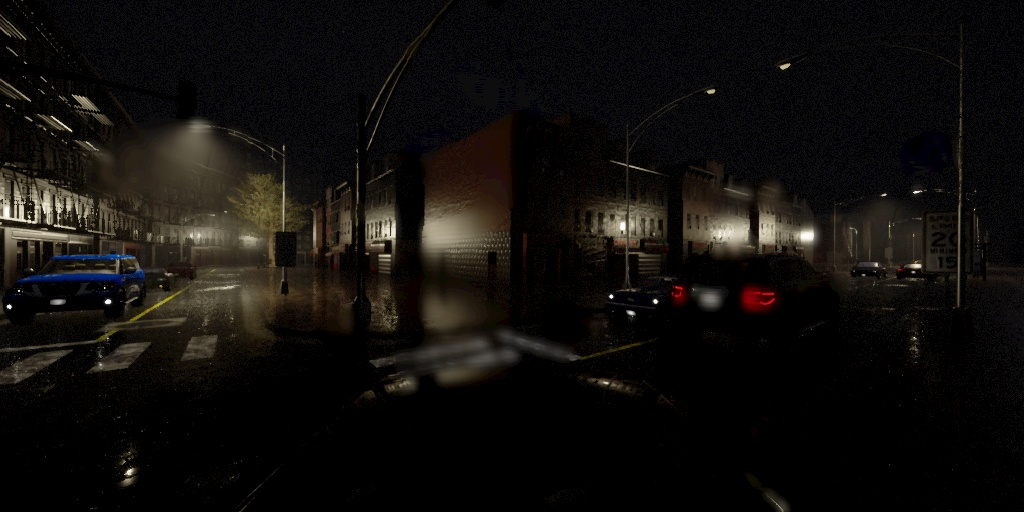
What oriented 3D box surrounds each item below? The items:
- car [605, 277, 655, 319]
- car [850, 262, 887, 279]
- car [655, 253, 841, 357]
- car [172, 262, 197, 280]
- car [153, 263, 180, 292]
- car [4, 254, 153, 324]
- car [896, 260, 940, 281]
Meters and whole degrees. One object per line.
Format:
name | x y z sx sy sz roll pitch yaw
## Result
car | 5.148 1.316 11.672 4.718 1.301 1.895 0 0 -38
car | 32.039 1.220 32.121 5.357 1.411 2.033 0 0 -37
car | 6.097 0.950 8.805 5.566 2.045 2.150 0 0 -37
car | -28.975 1.241 31.365 1.882 1.535 5.008 0 0 -37
car | -20.766 1.312 20.536 1.994 1.385 4.181 0 0 -38
car | -14.580 0.963 12.404 2.150 2.045 5.566 0 0 -37
car | 33.412 1.249 29.618 4.181 1.385 1.994 0 0 -37
